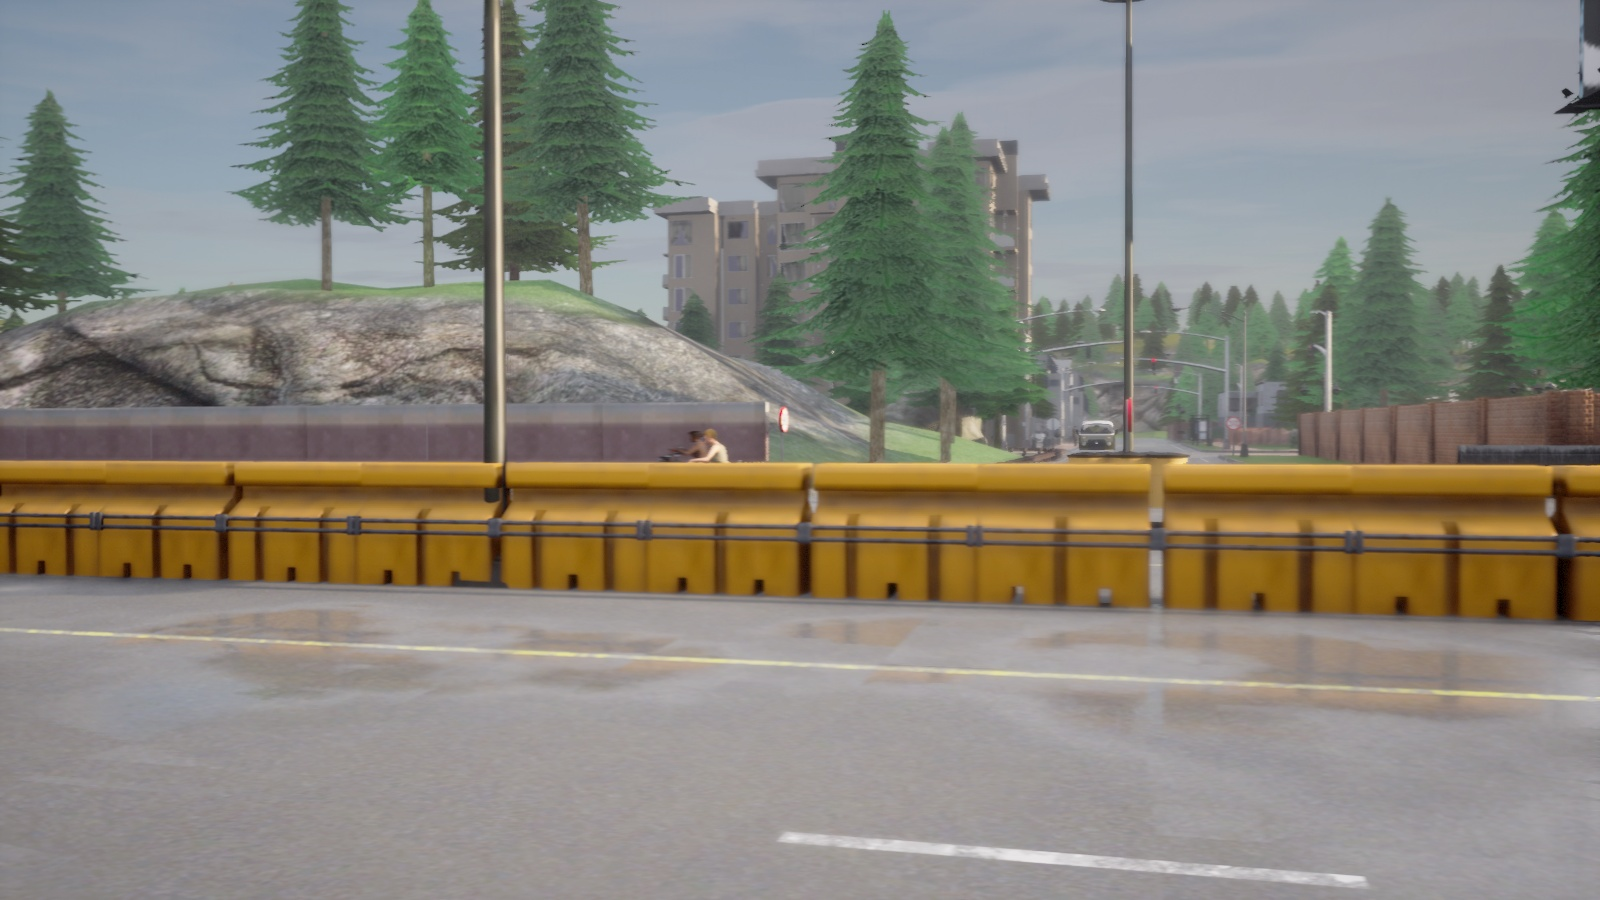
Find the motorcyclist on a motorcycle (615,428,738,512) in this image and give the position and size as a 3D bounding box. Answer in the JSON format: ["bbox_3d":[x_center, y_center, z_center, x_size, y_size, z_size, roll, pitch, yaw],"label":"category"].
[{"bbox_3d":[-2.487,0.383,25.346,2.350,1.649,0.766,0,1,14],"label":"motorcyclist on a motorcycle"}]

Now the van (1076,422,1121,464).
[{"bbox_3d":[15.149,-0.370,63.521,2.069,2.038,4.480,0,1,15],"label":"van"}]
